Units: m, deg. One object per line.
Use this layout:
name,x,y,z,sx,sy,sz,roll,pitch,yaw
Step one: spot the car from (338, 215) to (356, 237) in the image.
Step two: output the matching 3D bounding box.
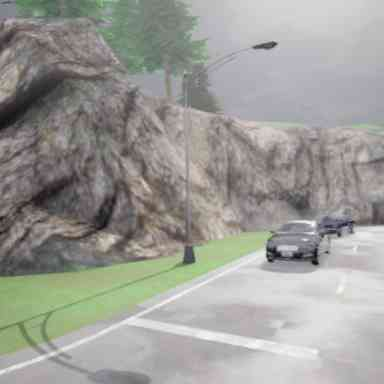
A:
car,9.358,2.188,22.082,1.895,1.301,4.718,-3,-3,38

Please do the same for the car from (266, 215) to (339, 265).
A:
car,4.395,1.885,13.417,2.128,1.511,4.902,-3,-2,29
